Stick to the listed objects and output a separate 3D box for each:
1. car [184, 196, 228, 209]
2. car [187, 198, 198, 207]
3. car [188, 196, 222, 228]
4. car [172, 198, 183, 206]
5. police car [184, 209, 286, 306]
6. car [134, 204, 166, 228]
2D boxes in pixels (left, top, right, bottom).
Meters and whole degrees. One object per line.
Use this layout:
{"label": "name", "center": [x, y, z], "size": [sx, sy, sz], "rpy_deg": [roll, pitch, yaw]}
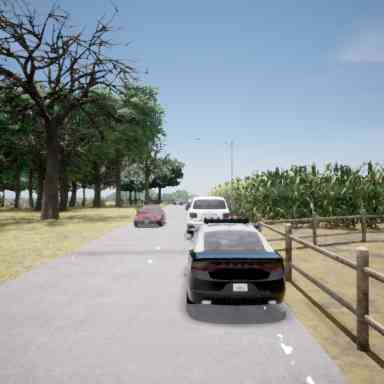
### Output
{"label": "car", "center": [0.842, 1.278, 18.217], "size": [2.150, 2.045, 5.566], "rpy_deg": [0, 0, 0]}
{"label": "car", "center": [0.056, 1.873, 59.198], "size": [1.837, 1.490, 4.892], "rpy_deg": [0, -1, 0]}
{"label": "car", "center": [0.847, 1.312, 24.219], "size": [2.150, 2.045, 5.566], "rpy_deg": [0, 0, 0]}
{"label": "car", "center": [-2.721, 1.966, 65.158], "size": [2.128, 1.511, 4.902], "rpy_deg": [0, -1, 1]}
{"label": "police car", "center": [0.832, 1.439, 8.290], "size": [1.930, 1.638, 5.238], "rpy_deg": [0, 0, 0]}
{"label": "car", "center": [-2.828, 1.606, 23.082], "size": [1.812, 1.442, 4.674], "rpy_deg": [0, 0, 0]}
